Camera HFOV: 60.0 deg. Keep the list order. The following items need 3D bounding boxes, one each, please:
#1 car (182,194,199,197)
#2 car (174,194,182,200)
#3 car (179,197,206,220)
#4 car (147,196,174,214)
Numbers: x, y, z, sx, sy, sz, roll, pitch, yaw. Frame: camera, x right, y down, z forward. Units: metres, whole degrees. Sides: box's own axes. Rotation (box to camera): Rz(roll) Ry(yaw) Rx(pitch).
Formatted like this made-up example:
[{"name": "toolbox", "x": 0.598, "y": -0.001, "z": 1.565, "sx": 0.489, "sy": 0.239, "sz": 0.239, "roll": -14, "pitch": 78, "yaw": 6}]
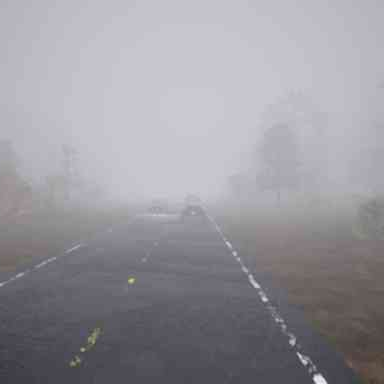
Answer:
[{"name": "car", "x": 0.102, "y": 1.041, "z": 41.598, "sx": 2.097, "sy": 1.767, "sz": 4.553, "roll": 0, "pitch": 0, "yaw": 0}, {"name": "car", "x": -2.996, "y": 1.066, "z": 70.974, "sx": 1.895, "sy": 1.301, "sz": 4.718, "roll": 0, "pitch": 0, "yaw": 0}, {"name": "car", "x": 0.096, "y": 1.332, "z": 25.772, "sx": 1.812, "sy": 1.442, "sz": 4.674, "roll": 0, "pitch": 0, "yaw": 0}, {"name": "car", "x": -3.094, "y": 1.326, "z": 31.842, "sx": 1.994, "sy": 1.385, "sz": 4.181, "roll": 0, "pitch": 0, "yaw": 0}]
